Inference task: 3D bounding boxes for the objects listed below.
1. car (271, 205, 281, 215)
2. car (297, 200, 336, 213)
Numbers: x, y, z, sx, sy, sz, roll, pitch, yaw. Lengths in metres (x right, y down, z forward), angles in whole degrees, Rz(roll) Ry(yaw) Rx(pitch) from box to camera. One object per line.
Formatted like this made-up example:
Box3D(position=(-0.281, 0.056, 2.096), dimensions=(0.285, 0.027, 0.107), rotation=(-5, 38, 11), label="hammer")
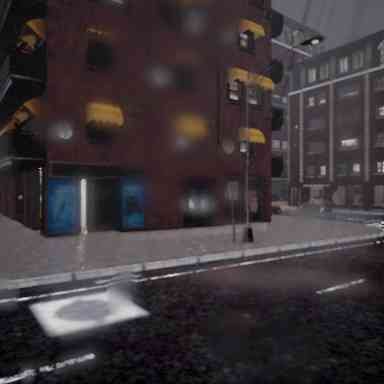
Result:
Box3D(position=(6.792, 1.517, 33.031), dimensions=(1.887, 1.381, 4.507), rotation=(1, 0, -36), label="car")
Box3D(position=(13.949, 1.533, 37.516), dimensions=(2.008, 1.369, 4.403), rotation=(1, 0, -36), label="car")
